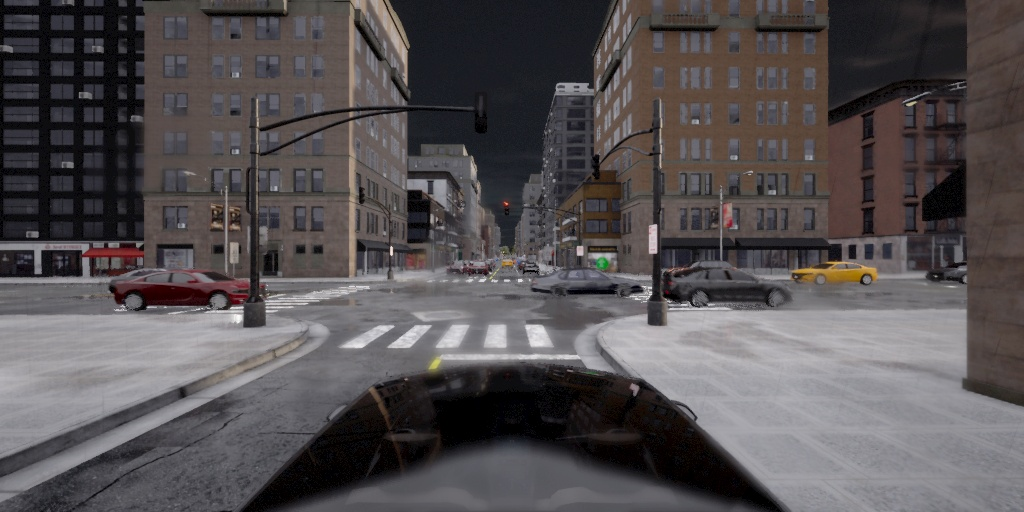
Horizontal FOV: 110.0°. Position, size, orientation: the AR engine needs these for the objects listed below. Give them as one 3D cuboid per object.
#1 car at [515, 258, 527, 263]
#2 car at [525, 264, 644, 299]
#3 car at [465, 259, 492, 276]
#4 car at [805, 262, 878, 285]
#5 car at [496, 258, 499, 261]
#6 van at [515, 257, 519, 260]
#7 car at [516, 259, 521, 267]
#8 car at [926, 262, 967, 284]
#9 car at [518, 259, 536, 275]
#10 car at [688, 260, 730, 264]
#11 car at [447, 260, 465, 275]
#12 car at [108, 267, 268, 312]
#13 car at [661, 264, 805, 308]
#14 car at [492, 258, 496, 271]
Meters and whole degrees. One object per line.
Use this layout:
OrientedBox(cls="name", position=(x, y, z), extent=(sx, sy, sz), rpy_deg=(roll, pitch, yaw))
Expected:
OrientedBox(cls="car", position=(1.887, 1.386, 56.188), extent=(1.948, 1.339, 4.313), rpy_deg=(0, 0, 0))
OrientedBox(cls="car", position=(3.503, 1.277, 17.451), extent=(5.357, 1.411, 2.033), rpy_deg=(0, 0, -1))
OrientedBox(cls="car", position=(-3.464, 1.265, 37.790), extent=(1.882, 1.535, 5.008), rpy_deg=(0, 0, 0))
OrientedBox(cls="car", position=(21.796, 1.142, 24.380), extent=(5.008, 1.535, 1.882), rpy_deg=(0, 0, -1))
OrientedBox(cls="car", position=(-3.598, 1.424, 57.524), extent=(1.895, 1.301, 4.718), rpy_deg=(0, 0, 0))
OrientedBox(cls="van", position=(1.846, 1.173, 61.698), extent=(1.690, 1.789, 3.998), rpy_deg=(0, 0, 0))
OrientedBox(cls="car", position=(1.928, 1.391, 50.677), extent=(1.802, 1.307, 4.207), rpy_deg=(0, 0, 0))
OrientedBox(cls="car", position=(31.361, 1.128, 24.495), extent=(4.892, 1.490, 1.837), rpy_deg=(0, 0, -1))
OrientedBox(cls="car", position=(2.010, 1.355, 39.655), extent=(1.948, 1.339, 4.313), rpy_deg=(0, 0, 0))
OrientedBox(cls="car", position=(12.692, 1.054, 24.263), extent=(4.553, 1.767, 2.097), rpy_deg=(0, 0, -1))
OrientedBox(cls="car", position=(-6.015, 1.229, 39.596), extent=(1.967, 1.591, 4.097), rpy_deg=(0, 0, 0))
OrientedBox(cls="car", position=(-12.349, 1.261, 13.996), extent=(5.008, 1.535, 1.882), rpy_deg=(0, 0, -1))
OrientedBox(cls="car", position=(8.370, 1.206, 14.258), extent=(4.892, 1.490, 1.837), rpy_deg=(0, 0, -1))
OrientedBox(cls="car", position=(-3.533, 1.308, 47.384), extent=(1.837, 1.490, 4.892), rpy_deg=(0, 0, 0))
